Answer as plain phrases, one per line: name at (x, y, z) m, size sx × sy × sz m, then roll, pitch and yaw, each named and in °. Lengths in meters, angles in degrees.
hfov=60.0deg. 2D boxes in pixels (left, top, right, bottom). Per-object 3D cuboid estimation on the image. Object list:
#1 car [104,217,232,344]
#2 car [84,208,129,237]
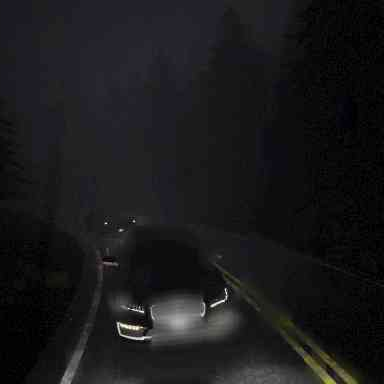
car at (-0.645, 1.495, 6.802) m, size 1.837 × 1.490 × 4.892 m, roll -1°, pitch 0°, yaw -11°
car at (-4.631, 1.611, 18.540) m, size 1.895 × 1.301 × 4.718 m, roll -3°, pitch 1°, yaw -29°
